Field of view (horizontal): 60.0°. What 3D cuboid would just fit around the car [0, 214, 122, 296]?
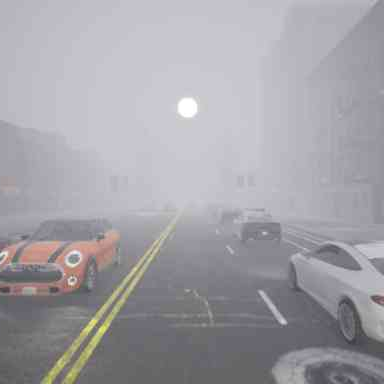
[{"bbox_3d":[-3.353,1.471,9.107,2.097,1.767,4.553,0,-1,0],"label":"car"}]

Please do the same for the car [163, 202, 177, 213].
[{"bbox_3d":[-3.352,2.377,51.122,1.837,1.490,4.892,0,-1,0],"label":"car"}]

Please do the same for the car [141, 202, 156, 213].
[{"bbox_3d":[-6.603,2.364,51.084,2.128,1.511,4.902,0,-1,0],"label":"car"}]

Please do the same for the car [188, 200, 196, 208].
[{"bbox_3d":[-0.046,3.248,91.990,2.150,2.045,5.566,0,-2,0],"label":"car"}]

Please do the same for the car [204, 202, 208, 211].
[{"bbox_3d":[3.225,2.334,50.349,1.882,1.535,5.008,0,-1,0],"label":"car"}]

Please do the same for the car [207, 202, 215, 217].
[{"bbox_3d":[3.231,2.177,39.346,1.994,1.385,4.181,0,-1,0],"label":"car"}]

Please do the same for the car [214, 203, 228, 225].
[{"bbox_3d":[3.236,1.900,28.346,1.882,1.535,5.008,0,-1,0],"label":"car"}]

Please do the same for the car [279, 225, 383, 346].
[{"bbox_3d":[3.247,1.603,6.347,1.812,1.442,4.674,0,-1,0],"label":"car"}]

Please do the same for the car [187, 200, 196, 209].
[{"bbox_3d":[-0.037,2.879,71.938,2.033,1.411,5.357,0,-2,0],"label":"car"}]

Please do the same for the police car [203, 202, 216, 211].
[{"bbox_3d":[3.219,2.655,61.349,2.038,1.542,4.974,0,-2,0],"label":"police car"}]

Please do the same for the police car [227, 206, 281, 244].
[{"bbox_3d":[3.241,1.675,17.459,1.930,1.638,5.238,0,-1,0],"label":"police car"}]
